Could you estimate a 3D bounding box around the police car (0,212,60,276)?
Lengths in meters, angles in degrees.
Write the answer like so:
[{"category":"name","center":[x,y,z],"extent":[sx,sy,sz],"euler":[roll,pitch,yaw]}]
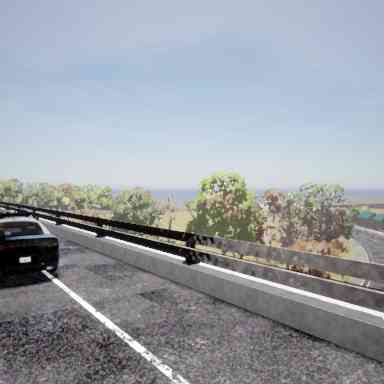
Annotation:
[{"category":"police car","center":[-5.538,1.423,10.057],"extent":[1.930,1.638,5.238],"euler":[0,0,-37]}]
